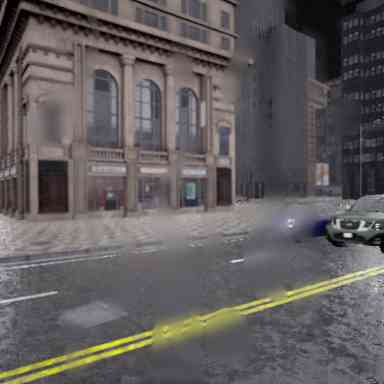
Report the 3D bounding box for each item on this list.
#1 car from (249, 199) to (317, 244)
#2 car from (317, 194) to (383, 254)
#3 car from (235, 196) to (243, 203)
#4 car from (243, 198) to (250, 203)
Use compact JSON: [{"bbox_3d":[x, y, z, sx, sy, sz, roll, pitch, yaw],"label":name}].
[{"bbox_3d":[5.113,1.251,15.315,4.553,1.767,2.097,-1,0,-35],"label":"car"},{"bbox_3d":[7.636,1.114,13.124,5.566,2.045,2.150,-1,0,-35],"label":"car"},{"bbox_3d":[7.646,1.591,69.807,2.033,1.411,5.357,-1,0,-35],"label":"car"},{"bbox_3d":[10.313,1.615,71.667,1.895,1.301,4.718,-1,0,-35],"label":"car"}]
